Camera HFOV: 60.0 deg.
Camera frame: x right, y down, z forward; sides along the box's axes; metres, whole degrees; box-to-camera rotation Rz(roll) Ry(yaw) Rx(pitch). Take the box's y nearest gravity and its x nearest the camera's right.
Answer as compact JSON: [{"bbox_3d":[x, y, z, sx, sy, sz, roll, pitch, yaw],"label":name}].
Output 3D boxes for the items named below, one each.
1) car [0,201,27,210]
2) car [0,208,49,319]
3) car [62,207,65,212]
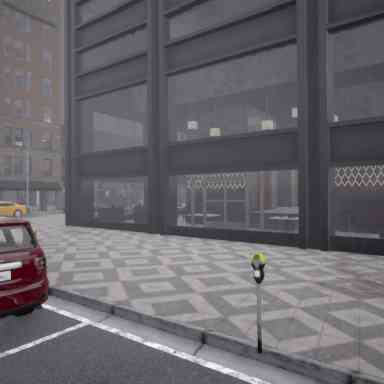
[{"bbox_3d":[-18.209,1.641,31.156,1.882,1.535,5.008,-1,-1,36],"label":"car"},{"bbox_3d":[-4.718,1.317,6.230,5.009,1.841,2.192,0,-1,36],"label":"car"},{"bbox_3d":[-12.436,1.794,39.139,2.033,1.411,5.357,-1,-1,35],"label":"car"}]
